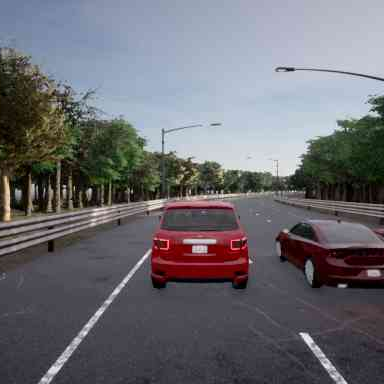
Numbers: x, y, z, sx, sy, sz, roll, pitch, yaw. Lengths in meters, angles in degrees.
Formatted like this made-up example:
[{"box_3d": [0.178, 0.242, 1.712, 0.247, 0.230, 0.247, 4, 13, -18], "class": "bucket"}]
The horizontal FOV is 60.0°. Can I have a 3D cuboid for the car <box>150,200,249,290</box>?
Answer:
[{"box_3d": [0.206, 1.223, 9.236, 2.150, 2.045, 5.566, 0, 0, 1], "class": "car"}]

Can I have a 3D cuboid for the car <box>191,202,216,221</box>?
[{"box_3d": [1.043, 1.569, 28.381, 1.994, 1.385, 4.181, 0, 0, 4], "class": "car"}]

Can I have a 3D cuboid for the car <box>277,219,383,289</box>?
[{"box_3d": [3.715, 1.479, 9.188, 1.882, 1.535, 5.008, 0, 0, 1], "class": "car"}]
